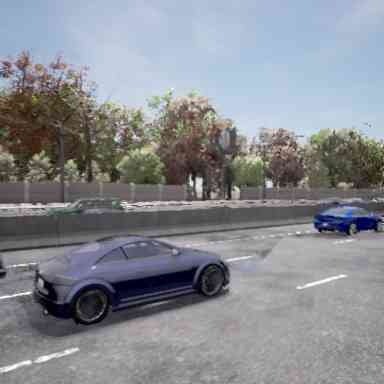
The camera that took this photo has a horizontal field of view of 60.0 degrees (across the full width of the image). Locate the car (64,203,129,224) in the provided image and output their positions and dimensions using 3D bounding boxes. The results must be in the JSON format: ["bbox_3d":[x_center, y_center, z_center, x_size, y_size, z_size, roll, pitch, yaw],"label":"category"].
[{"bbox_3d":[-8.132,1.741,28.472,5.008,1.535,1.882,0,-1,-36],"label":"car"}]

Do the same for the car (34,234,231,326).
[{"bbox_3d":[-1.148,1.629,7.290,4.181,1.385,1.994,0,-1,-36],"label":"car"}]

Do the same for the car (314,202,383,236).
[{"bbox_3d":[9.086,1.587,19.161,5.008,1.535,1.882,0,-1,-36],"label":"car"}]

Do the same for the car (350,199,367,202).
[{"bbox_3d":[25.930,1.881,49.102,4.718,1.301,1.895,0,-1,-36],"label":"car"}]

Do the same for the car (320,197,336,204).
[{"bbox_3d":[23.516,1.701,55.996,4.553,1.767,2.097,0,-1,-36],"label":"car"}]

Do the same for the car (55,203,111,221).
[{"bbox_3d":[-10.217,1.821,31.283,4.674,1.442,1.812,0,-1,-36],"label":"car"}]

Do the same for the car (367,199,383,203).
[{"bbox_3d":[26.368,1.736,45.108,4.902,1.511,2.128,0,-1,-36],"label":"car"}]

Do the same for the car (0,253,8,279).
[{"bbox_3d":[-7.120,1.641,7.242,5.357,1.411,2.033,0,-1,-36],"label":"car"}]

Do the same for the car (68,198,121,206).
[{"bbox_3d":[-7.734,1.451,24.423,5.566,2.045,2.150,0,-1,-36],"label":"car"}]

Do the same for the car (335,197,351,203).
[{"bbox_3d":[25.701,1.809,53.268,4.902,1.511,2.128,0,-1,-36],"label":"car"}]

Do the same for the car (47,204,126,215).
[{"bbox_3d":[-6.070,1.745,21.302,5.357,1.411,2.033,0,-1,-36],"label":"car"}]
